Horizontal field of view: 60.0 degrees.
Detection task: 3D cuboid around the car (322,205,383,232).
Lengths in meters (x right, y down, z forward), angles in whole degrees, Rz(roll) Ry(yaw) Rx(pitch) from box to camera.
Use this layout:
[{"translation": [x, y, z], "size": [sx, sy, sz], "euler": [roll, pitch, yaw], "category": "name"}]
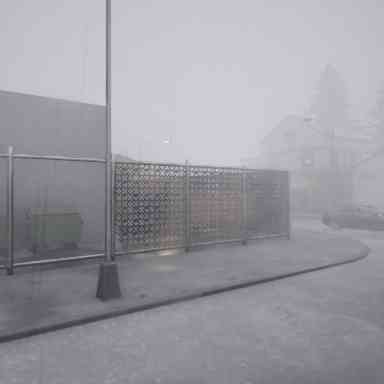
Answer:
[{"translation": [9.602, 1.491, 18.129], "size": [2.128, 1.511, 4.902], "euler": [0, 0, -39], "category": "car"}]
